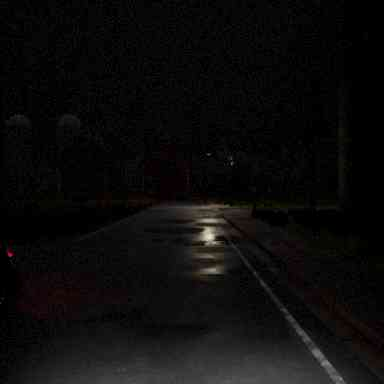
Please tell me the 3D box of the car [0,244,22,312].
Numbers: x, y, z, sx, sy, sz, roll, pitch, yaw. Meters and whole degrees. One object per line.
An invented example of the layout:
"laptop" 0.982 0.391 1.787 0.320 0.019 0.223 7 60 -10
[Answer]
"car" -5.446 1.342 5.440 2.097 1.767 4.553 0 0 43
